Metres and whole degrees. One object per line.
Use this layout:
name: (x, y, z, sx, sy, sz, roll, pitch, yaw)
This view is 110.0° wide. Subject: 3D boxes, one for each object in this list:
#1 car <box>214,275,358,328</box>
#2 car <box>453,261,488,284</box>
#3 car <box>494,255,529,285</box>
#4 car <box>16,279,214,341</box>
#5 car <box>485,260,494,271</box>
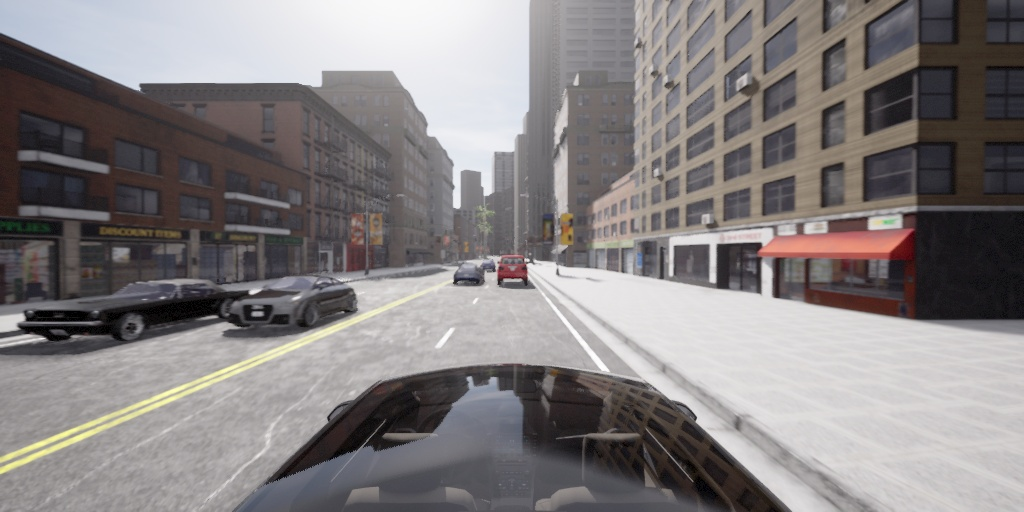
car: (-6.582, 1.312, 11.285, 1.994, 1.385, 4.181, 0, 0, 0)
car: (-3.183, 1.312, 27.071, 1.994, 1.385, 4.181, 0, 0, 0)
car: (0.065, 0.971, 26.484, 2.150, 2.045, 5.566, 0, 0, 1)
car: (-9.844, 1.350, 9.997, 1.895, 1.301, 4.718, 0, 0, 0)
car: (-3.135, 1.278, 48.365, 1.812, 1.442, 4.674, 0, 0, 0)
